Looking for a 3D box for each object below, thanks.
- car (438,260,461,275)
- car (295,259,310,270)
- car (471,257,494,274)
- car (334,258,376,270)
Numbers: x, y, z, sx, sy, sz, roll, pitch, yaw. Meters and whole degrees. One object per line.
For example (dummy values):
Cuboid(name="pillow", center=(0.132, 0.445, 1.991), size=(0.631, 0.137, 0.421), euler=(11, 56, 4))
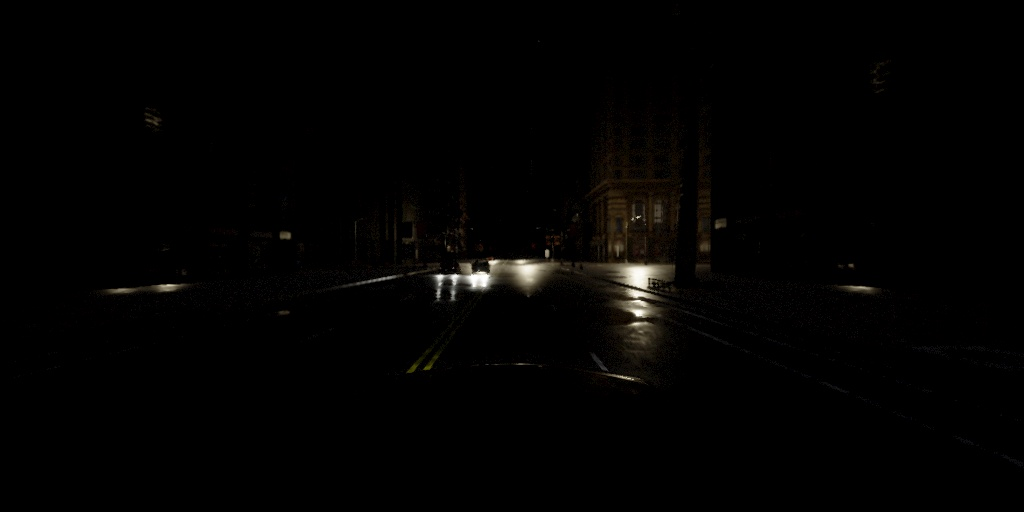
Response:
Cuboid(name="car", center=(-6.580, 1.172, 38.194), size=(1.812, 1.442, 4.674), euler=(0, 0, 0))
Cuboid(name="car", center=(-33.788, 1.601, 54.490), size=(4.403, 1.370, 2.007), euler=(0, 0, 0))
Cuboid(name="car", center=(-3.326, 1.138, 38.806), size=(2.128, 1.511, 4.902), euler=(0, 0, 0))
Cuboid(name="car", center=(-23.846, 1.443, 54.470), size=(4.829, 1.417, 1.751), euler=(0, 0, 0))
